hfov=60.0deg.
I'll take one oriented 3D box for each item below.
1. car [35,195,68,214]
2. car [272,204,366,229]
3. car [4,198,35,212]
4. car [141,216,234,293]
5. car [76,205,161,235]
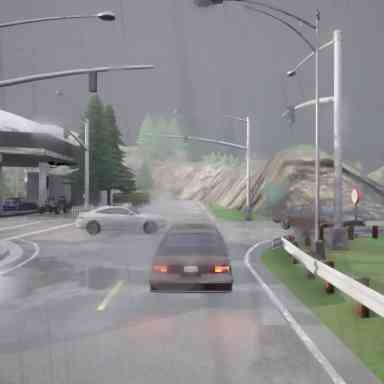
[{"bbox_3d":[-14.600,1.313,35.292,1.905,1.878,3.866,0,0,-1],"label":"car"},{"bbox_3d":[6.453,1.359,17.614,2.033,1.411,5.357,0,0,-22],"label":"car"},{"bbox_3d":[-20.315,1.480,39.558,2.242,1.667,4.611,0,0,-1],"label":"car"},{"bbox_3d":[0.032,1.547,8.978,2.033,1.411,5.357,0,0,1],"label":"car"},{"bbox_3d":[-3.647,1.415,17.461,4.674,1.442,1.812,0,0,-1],"label":"car"}]
